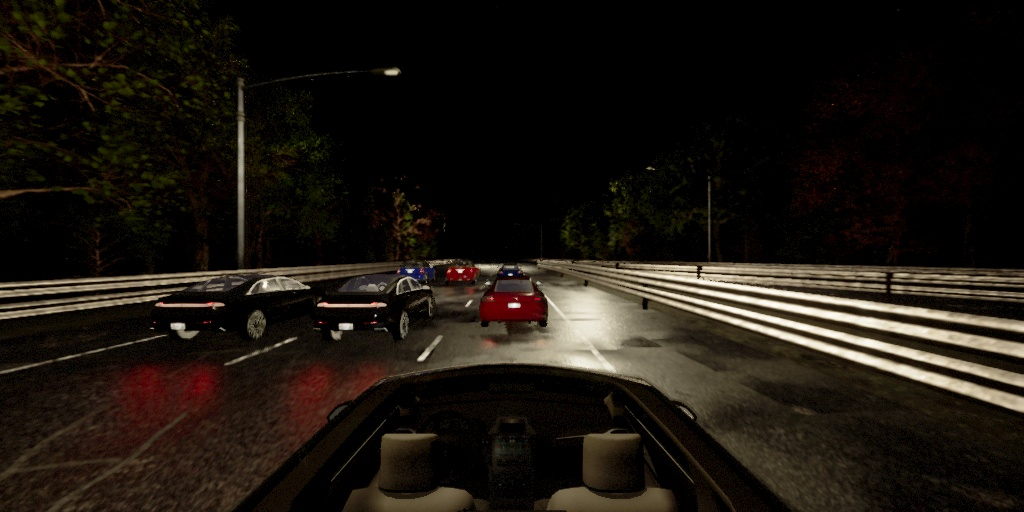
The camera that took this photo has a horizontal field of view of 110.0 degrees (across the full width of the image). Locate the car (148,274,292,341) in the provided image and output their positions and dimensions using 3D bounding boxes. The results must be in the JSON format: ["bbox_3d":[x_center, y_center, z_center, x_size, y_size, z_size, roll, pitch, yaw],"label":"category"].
[{"bbox_3d":[-6.936,1.246,9.860,2.128,1.511,4.902,0,0,0],"label":"car"}]

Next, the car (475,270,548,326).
[{"bbox_3d":[0.050,1.317,11.747,1.994,1.385,4.181,0,0,0],"label":"car"}]

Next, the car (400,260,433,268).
[{"bbox_3d":[-7.138,1.119,27.114,2.097,1.767,4.553,0,0,-1],"label":"car"}]

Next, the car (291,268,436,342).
[{"bbox_3d":[-3.436,1.245,9.822,2.128,1.511,4.902,0,0,0],"label":"car"}]

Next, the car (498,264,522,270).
[{"bbox_3d":[-0.151,1.328,27.979,1.994,1.385,4.181,0,0,-1],"label":"car"}]

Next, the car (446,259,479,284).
[{"bbox_3d":[-3.637,1.117,27.103,2.097,1.767,4.553,0,0,-1],"label":"car"}]
